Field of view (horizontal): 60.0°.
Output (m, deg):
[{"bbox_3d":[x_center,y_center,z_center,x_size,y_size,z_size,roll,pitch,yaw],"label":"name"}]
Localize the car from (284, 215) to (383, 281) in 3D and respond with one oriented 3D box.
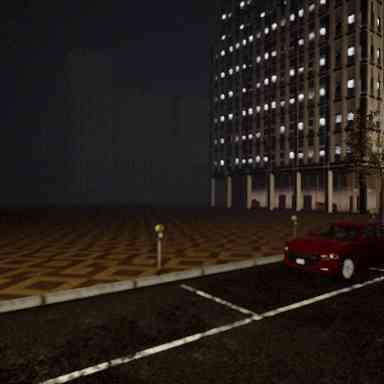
[{"bbox_3d":[4.617,1.535,9.855,4.507,1.381,1.887,0,1,-36],"label":"car"}]
